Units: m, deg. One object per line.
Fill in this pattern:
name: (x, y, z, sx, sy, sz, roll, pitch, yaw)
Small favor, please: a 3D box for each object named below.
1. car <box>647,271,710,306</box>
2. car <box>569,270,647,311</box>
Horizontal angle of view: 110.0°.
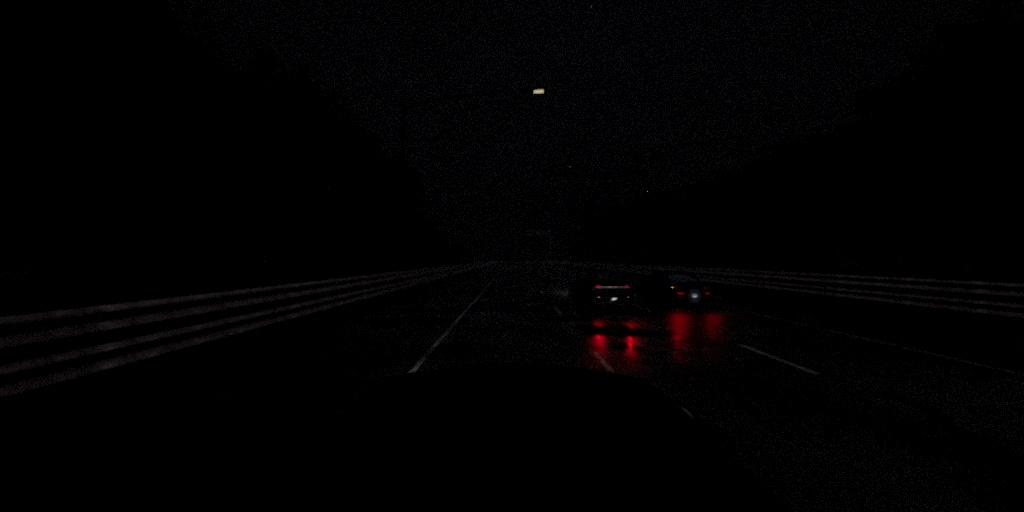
car: (7.097, 1.378, 16.234, 1.812, 1.442, 4.674, 0, 0, 0)
car: (3.598, 1.336, 15.091, 2.128, 1.511, 4.902, 0, 0, 0)
